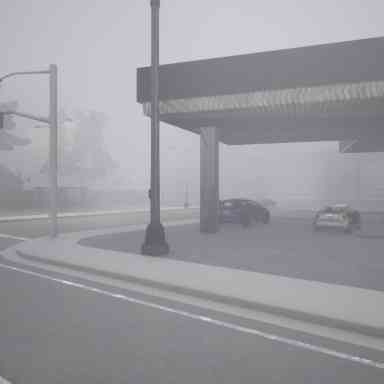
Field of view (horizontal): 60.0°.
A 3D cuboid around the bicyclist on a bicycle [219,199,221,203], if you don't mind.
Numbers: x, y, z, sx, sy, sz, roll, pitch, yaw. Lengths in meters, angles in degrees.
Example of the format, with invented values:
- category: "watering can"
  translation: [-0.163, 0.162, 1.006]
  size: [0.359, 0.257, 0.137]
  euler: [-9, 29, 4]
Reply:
- category: "bicyclist on a bicycle"
  translation: [2.531, 1.387, 29.695]
  size: [0.582, 1.620, 1.656]
  euler: [0, -9, -36]

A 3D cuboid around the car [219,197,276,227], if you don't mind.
- category: "car"
  translation: [3.411, 1.295, 22.040]
  size: [2.242, 1.667, 4.611]
  euler: [0, 0, 37]

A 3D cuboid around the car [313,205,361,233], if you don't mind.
- category: "car"
  translation: [8.485, 1.456, 19.241]
  size: [1.970, 1.475, 3.806]
  euler: [0, 0, 37]

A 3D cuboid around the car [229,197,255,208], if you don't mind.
- category: "car"
  translation: [7.508, 1.505, 49.829]
  size: [1.837, 1.490, 4.892]
  euler: [0, 0, 36]
